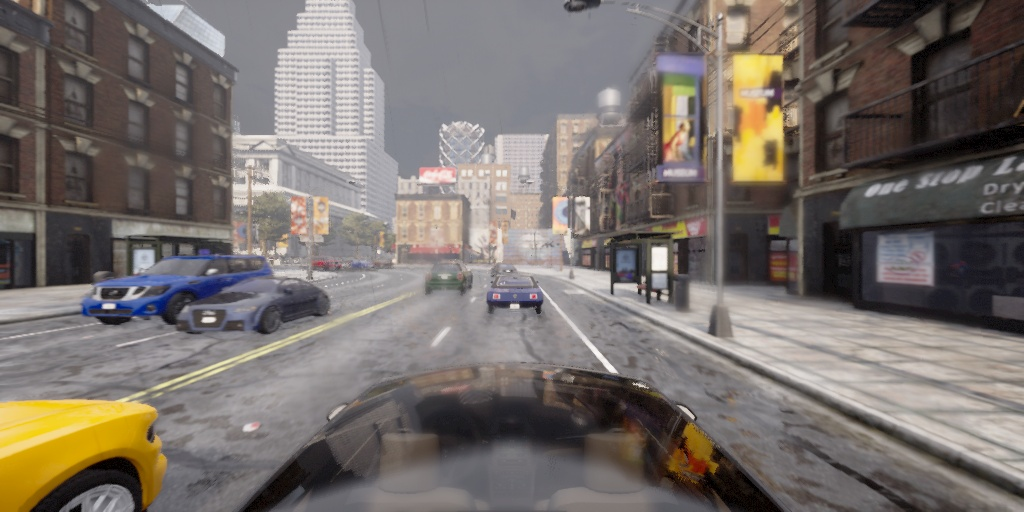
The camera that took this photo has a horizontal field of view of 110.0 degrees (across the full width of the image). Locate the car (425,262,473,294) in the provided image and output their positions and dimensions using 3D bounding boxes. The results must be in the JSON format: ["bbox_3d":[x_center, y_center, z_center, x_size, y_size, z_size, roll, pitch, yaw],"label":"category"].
[{"bbox_3d":[-3.421,1.097,20.180,2.097,1.767,4.553,0,0,-1],"label":"car"}]

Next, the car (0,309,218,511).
[{"bbox_3d":[-3.399,1.228,0.463,1.882,1.535,5.008,0,0,0],"label":"car"}]

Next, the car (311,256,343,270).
[{"bbox_3d":[-26.635,0.955,51.255,5.566,2.045,2.150,0,0,32],"label":"car"}]

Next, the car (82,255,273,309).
[{"bbox_3d":[-10.603,0.969,12.194,2.150,2.045,5.566,0,0,0],"label":"car"}]

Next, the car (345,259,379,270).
[{"bbox_3d":[-21.849,1.261,52.177,4.674,1.442,1.812,0,0,37],"label":"car"}]

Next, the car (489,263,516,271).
[{"bbox_3d":[-0.825,1.289,31.816,2.033,1.411,5.357,0,0,-11],"label":"car"}]

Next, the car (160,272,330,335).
[{"bbox_3d":[-7.120,1.312,10.407,1.994,1.385,4.181,0,0,0],"label":"car"}]

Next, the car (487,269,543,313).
[{"bbox_3d":[0.099,1.347,13.902,1.895,1.301,4.718,0,0,0],"label":"car"}]
